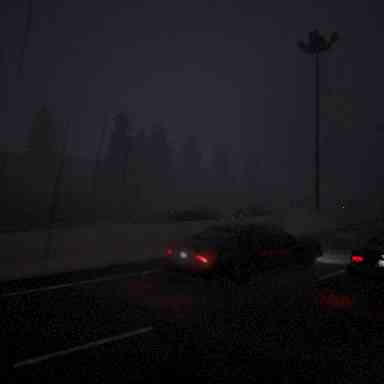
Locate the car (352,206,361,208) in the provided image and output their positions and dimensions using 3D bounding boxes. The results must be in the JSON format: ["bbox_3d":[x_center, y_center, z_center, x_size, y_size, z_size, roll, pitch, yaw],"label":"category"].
[{"bbox_3d":[24.342,1.908,49.659,1.994,1.385,4.181,0,0,32],"label":"car"}]

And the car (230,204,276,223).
[{"bbox_3d":[5.210,1.739,28.124,1.994,1.385,4.181,0,0,40],"label":"car"}]

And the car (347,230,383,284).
[{"bbox_3d":[6.076,1.613,8.861,5.357,1.411,2.033,0,0,-41],"label":"car"}]

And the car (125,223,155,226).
[{"bbox_3d":[-0.836,1.645,17.011,5.357,1.411,2.033,0,0,-41],"label":"car"}]

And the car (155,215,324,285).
[{"bbox_3d":[1.714,1.608,9.724,5.357,1.411,2.033,0,0,-40],"label":"car"}]
